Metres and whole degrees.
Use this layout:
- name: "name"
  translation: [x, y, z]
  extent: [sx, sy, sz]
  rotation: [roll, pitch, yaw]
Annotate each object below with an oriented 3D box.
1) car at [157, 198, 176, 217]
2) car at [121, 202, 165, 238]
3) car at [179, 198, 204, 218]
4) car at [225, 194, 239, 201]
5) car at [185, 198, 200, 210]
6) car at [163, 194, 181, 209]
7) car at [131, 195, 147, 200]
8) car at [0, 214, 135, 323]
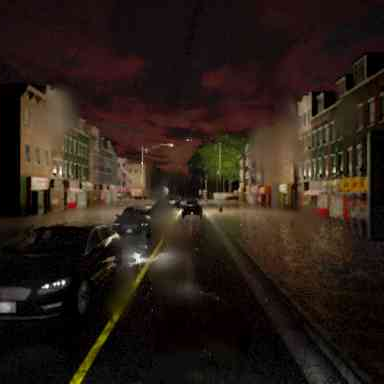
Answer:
- name: "car"
  translation: [-2.767, 1.551, 31.402]
  extent: [1.812, 1.442, 4.674]
  rotation: [0, 0, 0]
- name: "car"
  translation: [-2.846, 1.499, 17.604]
  extent: [2.128, 1.511, 4.902]
  rotation: [0, 0, 0]
- name: "car"
  translation: [0.015, 1.530, 30.321]
  extent: [1.837, 1.490, 4.892]
  rotation: [0, 0, 0]
- name: "car"
  translation: [11.717, 1.593, 92.574]
  extent: [5.009, 1.841, 2.192]
  rotation: [1, -1, 0]
- name: "car"
  translation: [0.051, 1.608, 44.806]
  extent: [1.994, 1.385, 4.181]
  rotation: [0, 0, 0]
- name: "car"
  translation: [-2.753, 1.264, 46.789]
  extent: [2.150, 2.045, 5.566]
  rotation: [0, 0, 0]
- name: "car"
  translation: [-14.714, 1.540, 92.662]
  extent: [4.507, 1.381, 1.887]
  rotation: [1, -1, 0]
- name: "car"
  translation: [-2.850, 1.493, 7.512]
  extent: [2.128, 1.511, 4.902]
  rotation: [0, 0, 0]
